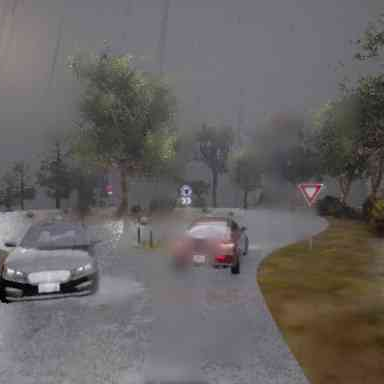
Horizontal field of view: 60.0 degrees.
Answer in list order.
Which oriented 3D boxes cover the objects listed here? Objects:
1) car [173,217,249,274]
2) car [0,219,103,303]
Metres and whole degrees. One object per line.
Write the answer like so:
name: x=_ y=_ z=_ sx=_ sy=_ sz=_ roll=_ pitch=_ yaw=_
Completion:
car: x=0.716 y=1.529 z=10.599 sx=1.812 sy=1.442 sz=4.674 roll=0 pitch=0 yaw=13
car: x=-3.409 y=1.494 z=8.445 sx=2.128 sy=1.511 sz=4.902 roll=0 pitch=0 yaw=-19
